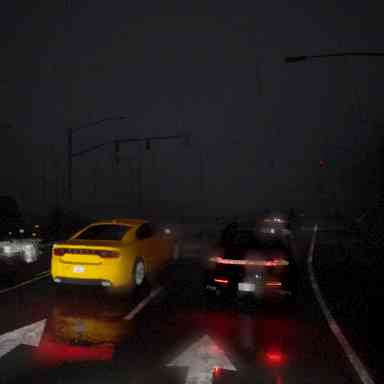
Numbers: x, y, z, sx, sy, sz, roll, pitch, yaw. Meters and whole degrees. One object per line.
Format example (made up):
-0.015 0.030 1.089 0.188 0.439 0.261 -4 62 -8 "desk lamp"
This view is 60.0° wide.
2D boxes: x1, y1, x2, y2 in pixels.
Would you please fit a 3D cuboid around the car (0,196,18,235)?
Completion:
-10.965 1.220 16.014 2.150 2.045 5.566 0 0 19 "car"

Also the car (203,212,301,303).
1.538 1.492 8.323 2.128 1.511 4.902 0 0 13 "car"

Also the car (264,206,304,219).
4.598 1.505 17.207 1.837 1.490 4.892 0 0 21 "car"

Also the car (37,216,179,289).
-1.785 1.478 9.371 1.882 1.535 5.008 0 0 14 "car"

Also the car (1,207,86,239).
-6.961 1.564 16.808 1.994 1.385 4.181 0 0 21 "car"
